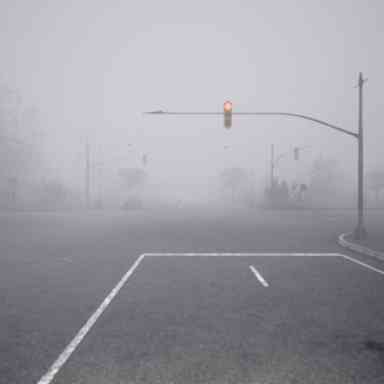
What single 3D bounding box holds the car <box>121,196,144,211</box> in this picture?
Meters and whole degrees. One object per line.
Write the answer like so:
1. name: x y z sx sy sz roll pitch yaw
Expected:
1. car: -6.907 1.258 38.832 2.097 1.767 4.553 0 0 0
